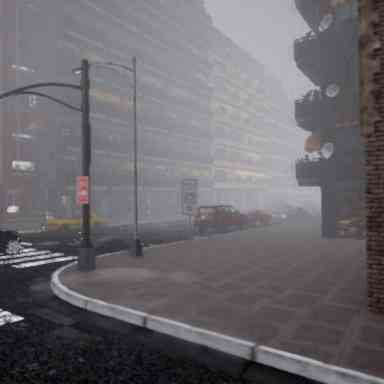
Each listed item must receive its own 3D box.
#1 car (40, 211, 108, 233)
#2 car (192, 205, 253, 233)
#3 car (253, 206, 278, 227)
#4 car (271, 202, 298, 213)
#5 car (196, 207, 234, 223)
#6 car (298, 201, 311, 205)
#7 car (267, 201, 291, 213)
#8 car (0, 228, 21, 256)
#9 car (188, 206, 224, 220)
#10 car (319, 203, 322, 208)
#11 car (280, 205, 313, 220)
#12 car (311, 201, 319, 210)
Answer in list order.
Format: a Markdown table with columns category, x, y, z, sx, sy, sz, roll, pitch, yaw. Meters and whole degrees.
| category | x | y | z | sx | sy | sz | roll | pitch | yaw |
| --- | --- | --- | --- | --- | --- | --- | --- | --- | --- |
| car | -8.164 | 2.031 | 23.386 | 1.752 | 1.417 | 4.829 | -2 | -2 | 35 |
| car | 2.052 | 1.827 | 23.431 | 2.192 | 1.841 | 5.009 | -2 | -2 | 35 |
| car | 5.306 | 2.159 | 28.061 | 1.887 | 1.381 | 4.507 | -2 | -2 | 35 |
| car | 13.920 | 2.638 | 50.185 | 1.837 | 1.490 | 4.892 | -1 | -2 | 35 |
| car | 2.373 | 2.304 | 33.877 | 1.994 | 1.385 | 4.181 | -1 | -2 | 35 |
| car | 21.190 | 2.970 | 65.266 | 1.887 | 1.381 | 4.507 | -2 | -2 | 35 |
| car | 14.685 | 2.539 | 55.997 | 2.192 | 1.841 | 5.009 | -2 | -2 | 35 |
| car | -8.098 | 1.724 | 11.694 | 1.882 | 1.535 | 5.008 | -2 | -1 | 3 |
| car | 1.686 | 2.362 | 37.438 | 1.887 | 1.381 | 4.507 | -2 | -2 | 35 |
| car | 30.942 | 3.267 | 79.179 | 1.887 | 1.381 | 4.507 | -2 | -2 | 35 |
| car | 11.808 | 2.400 | 37.335 | 1.802 | 1.307 | 4.206 | -2 | -2 | 35 |
| car | 24.437 | 2.840 | 69.910 | 2.192 | 1.841 | 5.009 | -2 | -2 | 35 |
